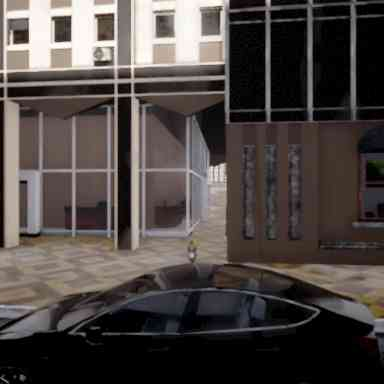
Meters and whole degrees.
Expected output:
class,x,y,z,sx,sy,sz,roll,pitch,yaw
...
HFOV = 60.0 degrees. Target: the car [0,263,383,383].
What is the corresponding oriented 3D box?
class,x,y,z,sx,sy,sz,roll,pitch,yaw
car,-0.188,1.567,3.871,4.313,1.339,1.947,0,0,6
